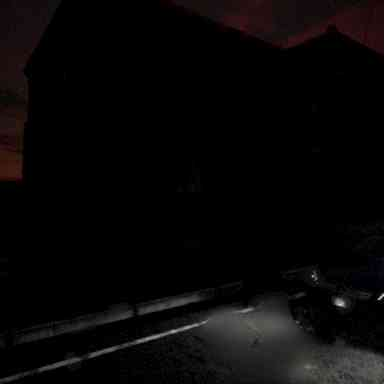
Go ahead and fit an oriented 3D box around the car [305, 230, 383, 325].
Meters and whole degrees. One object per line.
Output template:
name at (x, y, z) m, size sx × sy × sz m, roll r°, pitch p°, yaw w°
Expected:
car at (4.295, 1.513, 6.740) m, size 4.674 × 1.442 × 1.812 m, roll 0°, pitch 0°, yaw -35°
